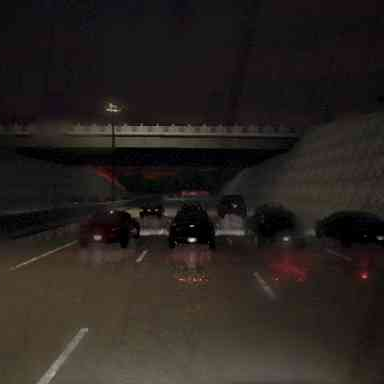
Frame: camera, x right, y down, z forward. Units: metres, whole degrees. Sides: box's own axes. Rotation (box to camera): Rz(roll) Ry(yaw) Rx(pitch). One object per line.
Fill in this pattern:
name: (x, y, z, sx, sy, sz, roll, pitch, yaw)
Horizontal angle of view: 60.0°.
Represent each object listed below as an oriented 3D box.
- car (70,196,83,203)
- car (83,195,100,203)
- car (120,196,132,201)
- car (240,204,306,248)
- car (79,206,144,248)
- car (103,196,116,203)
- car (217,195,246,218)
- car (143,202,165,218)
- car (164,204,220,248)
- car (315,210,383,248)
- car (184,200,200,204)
car: (-24.504, 1.534, 70.928, 1.994, 1.385, 4.181, 0, 0, 0)
car: (-21.004, 1.459, 70.932, 1.882, 1.535, 5.008, 0, 0, 0)
car: (-14.004, 1.577, 70.910, 1.895, 1.301, 4.718, 0, 0, 0)
car: (3.500, 1.514, 14.650, 1.837, 1.490, 4.892, 0, 0, 0)
car: (-3.500, 1.530, 14.650, 1.812, 1.442, 4.674, 0, 0, 0)
car: (-17.504, 1.534, 70.936, 1.994, 1.385, 4.181, 0, 0, 0)
car: (3.500, 1.255, 29.680, 2.150, 2.045, 5.566, 0, 0, 0)
car: (-3.500, 1.561, 29.650, 2.033, 1.411, 5.357, 0, 0, 0)
car: (0.000, 1.514, 14.650, 1.837, 1.490, 4.892, 0, 0, 0)
car: (7.000, 1.530, 14.650, 1.812, 1.442, 4.674, 0, 0, 0)
car: (0.000, 1.493, 29.650, 2.128, 1.511, 4.902, 0, 0, 0)
